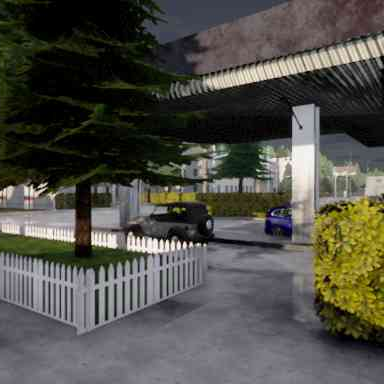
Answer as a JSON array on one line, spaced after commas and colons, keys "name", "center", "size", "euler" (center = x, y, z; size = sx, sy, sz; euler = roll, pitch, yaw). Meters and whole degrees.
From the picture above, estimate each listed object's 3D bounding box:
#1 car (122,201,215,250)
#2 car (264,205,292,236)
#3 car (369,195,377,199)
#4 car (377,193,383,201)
[{"name": "car", "center": [-0.947, 1.312, 13.813], "size": [3.866, 1.878, 1.905], "euler": [0, 0, 35]}, {"name": "car", "center": [5.854, 1.480, 15.962], "size": [4.611, 1.667, 2.242], "euler": [0, 0, 35]}, {"name": "car", "center": [33.073, 1.298, 60.237], "size": [2.007, 1.523, 4.514], "euler": [0, 0, 35]}, {"name": "car", "center": [25.808, 1.077, 43.496], "size": [1.905, 1.878, 3.866], "euler": [0, 0, 35]}]
